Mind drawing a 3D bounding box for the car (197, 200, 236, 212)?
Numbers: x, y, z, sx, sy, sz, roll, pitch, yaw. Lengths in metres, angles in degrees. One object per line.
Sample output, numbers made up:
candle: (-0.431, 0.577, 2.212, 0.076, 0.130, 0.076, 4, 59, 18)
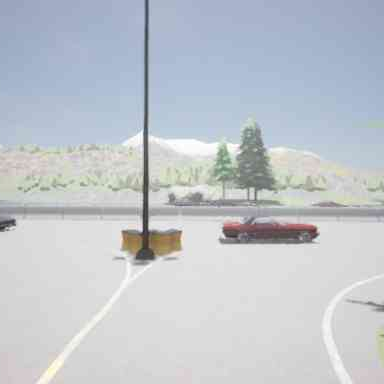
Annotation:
car: (3.002, 1.718, 41.220, 4.674, 1.442, 1.812, 0, 0, 0)

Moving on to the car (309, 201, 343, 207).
car: (17.955, 1.833, 44.624, 4.181, 1.385, 1.994, 0, 0, 0)

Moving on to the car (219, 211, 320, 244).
car: (3.774, 1.809, 16.527, 4.718, 1.301, 1.895, 0, 0, 0)

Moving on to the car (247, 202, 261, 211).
car: (5.545, 1.808, 37.713, 4.718, 1.301, 1.895, 0, 0, 0)

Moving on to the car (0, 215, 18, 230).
car: (-13.602, 1.662, 20.154, 5.357, 1.411, 2.033, 0, 0, 0)

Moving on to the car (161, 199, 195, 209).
car: (-1.538, 1.714, 44.767, 5.357, 1.411, 2.033, 0, 0, 0)

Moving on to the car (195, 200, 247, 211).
car: (2.934, 1.721, 34.220, 4.674, 1.442, 1.812, 0, 0, 0)
